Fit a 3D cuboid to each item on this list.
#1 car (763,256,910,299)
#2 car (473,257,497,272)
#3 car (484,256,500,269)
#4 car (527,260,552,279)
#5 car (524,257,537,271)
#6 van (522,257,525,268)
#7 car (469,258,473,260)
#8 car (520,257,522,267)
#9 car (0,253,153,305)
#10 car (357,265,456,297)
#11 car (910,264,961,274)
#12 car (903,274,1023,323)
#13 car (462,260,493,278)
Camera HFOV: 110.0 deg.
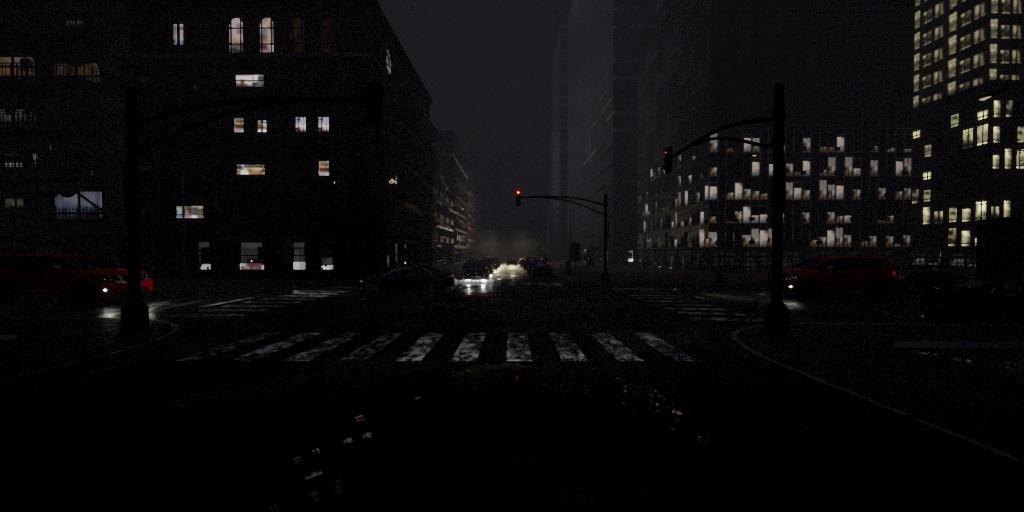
[{"bbox_3d":[15.931,1.019,18.096,5.566,2.045,2.150,0,1,1],"label":"car"},{"bbox_3d":[-3.129,1.220,41.554,1.837,1.490,4.892,0,0,0],"label":"car"},{"bbox_3d":[-3.124,1.054,50.791,2.097,1.767,4.553,0,0,0],"label":"car"},{"bbox_3d":[2.632,1.272,32.477,1.888,1.381,4.507,0,0,0],"label":"car"},{"bbox_3d":[2.628,1.159,38.123,1.967,1.591,4.097,0,0,0],"label":"car"},{"bbox_3d":[2.619,1.045,49.415,1.690,1.789,3.998,0,0,0],"label":"van"},{"bbox_3d":[-5.729,1.270,49.375,1.948,1.339,4.313,0,0,0],"label":"car"},{"bbox_3d":[2.614,1.240,55.061,1.888,1.381,4.507,0,0,0],"label":"car"},{"bbox_3d":[-18.851,0.911,15.342,5.566,2.045,2.150,0,1,1],"label":"car"},{"bbox_3d":[-5.357,1.233,18.396,4.902,1.511,2.128,0,0,1],"label":"car"},{"bbox_3d":[23.358,1.230,20.734,4.097,1.591,1.967,0,0,1],"label":"car"},{"bbox_3d":[16.706,1.445,12.181,4.403,1.370,2.007,0,0,1],"label":"car"},{"bbox_3d":[-3.115,1.290,32.816,1.994,1.385,4.181,0,0,0],"label":"car"}]
